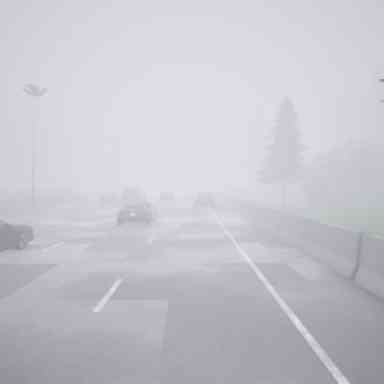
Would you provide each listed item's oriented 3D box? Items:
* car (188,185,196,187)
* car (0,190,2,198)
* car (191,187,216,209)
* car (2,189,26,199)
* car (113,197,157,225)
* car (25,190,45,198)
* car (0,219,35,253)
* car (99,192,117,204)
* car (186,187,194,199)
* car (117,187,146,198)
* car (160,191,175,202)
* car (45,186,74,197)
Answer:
[{"bbox_3d":[0.010,-0.421,69.830,2.150,2.045,5.566,0,1,0],"label":"car"},{"bbox_3d":[-31.511,0.339,53.653,1.882,1.535,5.008,0,2,1],"label":"car"},{"bbox_3d":[1.230,0.720,33.750,2.097,1.767,4.553,0,1,0],"label":"car"},{"bbox_3d":[-28.014,0.361,53.726,1.837,1.490,4.892,0,2,1],"label":"car"},{"bbox_3d":[-3.396,1.230,21.043,1.994,1.385,4.181,0,1,0],"label":"car"},{"bbox_3d":[-24.519,0.423,53.765,1.994,1.385,4.181,0,1,1],"label":"car"},{"bbox_3d":[-6.898,1.409,10.190,2.033,1.411,5.357,0,1,0],"label":"car"},{"bbox_3d":[-10.394,0.714,42.396,1.994,1.385,4.181,0,1,0],"label":"car"},{"bbox_3d":[0.010,0.326,56.220,1.812,1.442,4.674,0,2,0],"label":"car"},{"bbox_3d":[-6.894,0.447,39.458,2.150,2.045,5.566,0,2,0],"label":"car"},{"bbox_3d":[-3.393,0.549,46.075,2.128,1.511,4.902,0,2,0],"label":"car"},{"bbox_3d":[-21.017,0.089,53.765,2.150,2.045,5.566,0,1,1],"label":"car"}]
